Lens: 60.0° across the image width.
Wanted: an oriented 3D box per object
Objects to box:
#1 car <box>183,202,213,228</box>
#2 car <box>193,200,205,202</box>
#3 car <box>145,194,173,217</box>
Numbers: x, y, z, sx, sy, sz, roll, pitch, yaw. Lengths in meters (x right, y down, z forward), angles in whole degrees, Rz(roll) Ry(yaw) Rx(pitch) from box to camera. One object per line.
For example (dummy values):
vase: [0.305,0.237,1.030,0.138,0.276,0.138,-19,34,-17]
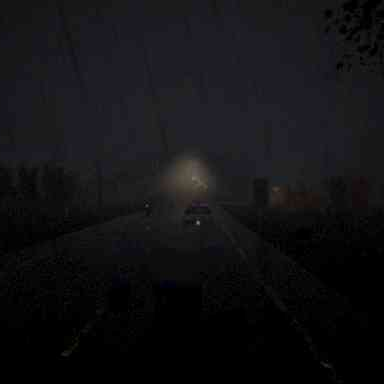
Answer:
car: [0.411,1.606,22.469,1.895,1.301,4.718,0,0,1]
car: [0.906,1.622,42.401,1.895,1.301,4.718,0,0,1]
car: [-3.045,1.219,31.636,2.150,2.045,5.566,0,0,2]
